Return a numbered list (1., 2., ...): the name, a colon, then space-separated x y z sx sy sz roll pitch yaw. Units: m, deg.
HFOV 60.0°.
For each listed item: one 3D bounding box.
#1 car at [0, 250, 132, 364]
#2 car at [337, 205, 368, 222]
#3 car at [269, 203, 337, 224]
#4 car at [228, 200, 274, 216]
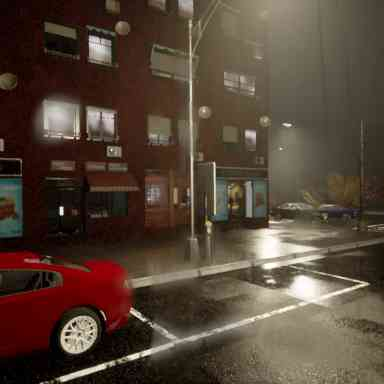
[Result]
1. car: -3.046 1.545 4.401 4.507 1.381 1.887 0 -1 -35
2. car: 11.857 1.711 27.565 1.895 1.301 4.718 -1 0 -35
3. car: 8.526 1.651 26.669 2.128 1.511 4.902 -1 0 -34
4. car: 6.238 1.653 35.601 1.882 1.535 5.008 -1 0 -35
